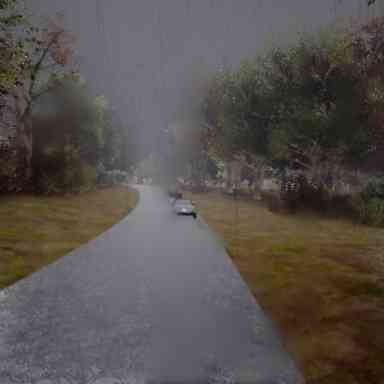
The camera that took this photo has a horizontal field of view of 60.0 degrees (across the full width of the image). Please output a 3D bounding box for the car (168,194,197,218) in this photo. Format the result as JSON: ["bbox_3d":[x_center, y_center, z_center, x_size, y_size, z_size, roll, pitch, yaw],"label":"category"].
[{"bbox_3d":[-0.702,1.165,25.606,1.994,1.385,4.181,1,2,-4],"label":"car"}]

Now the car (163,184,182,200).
[{"bbox_3d":[-2.556,-0.063,43.275,2.150,2.045,5.566,1,3,-8],"label":"car"}]
